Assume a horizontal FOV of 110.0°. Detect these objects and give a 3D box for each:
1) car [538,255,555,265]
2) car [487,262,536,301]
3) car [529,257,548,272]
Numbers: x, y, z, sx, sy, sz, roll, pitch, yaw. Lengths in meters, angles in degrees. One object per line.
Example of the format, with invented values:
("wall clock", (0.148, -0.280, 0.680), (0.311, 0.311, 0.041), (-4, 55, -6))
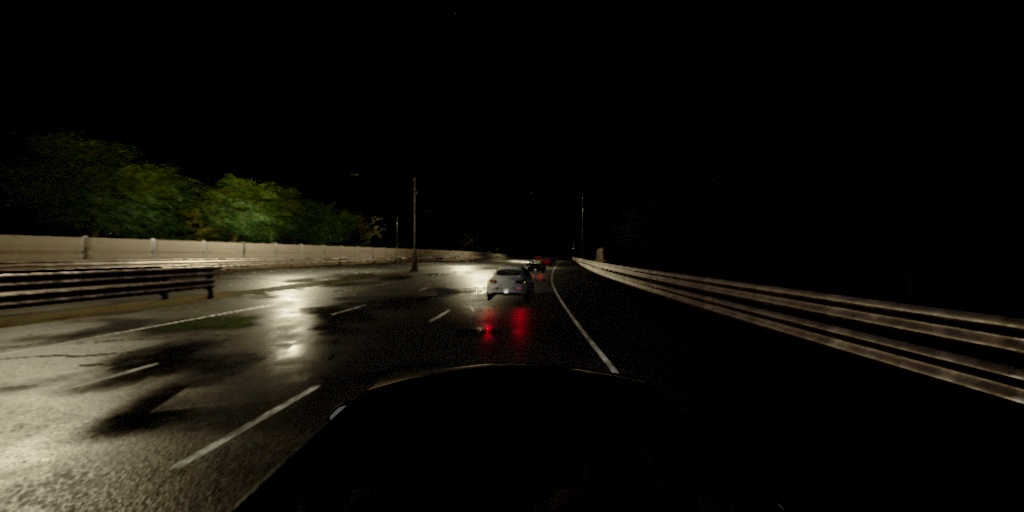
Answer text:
("car", (6.160, 0.945, 63.901), (1.994, 1.385, 4.181), (0, 0, 9))
("car", (0.002, 1.173, 16.722), (1.812, 1.442, 4.674), (0, 0, 6))
("car", (2.698, 1.107, 39.465), (1.895, 1.301, 4.718), (0, 0, 7))
